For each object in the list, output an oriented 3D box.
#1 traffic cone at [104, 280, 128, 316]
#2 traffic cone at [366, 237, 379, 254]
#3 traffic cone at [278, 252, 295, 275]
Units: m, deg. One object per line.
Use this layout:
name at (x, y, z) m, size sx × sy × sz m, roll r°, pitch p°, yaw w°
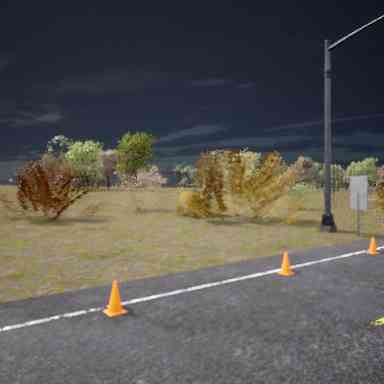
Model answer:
traffic cone at (-1.430, 1.955, 6.229) m, size 0.340 × 0.580 × 0.340 m, roll 0°, pitch 0°, yaw -36°
traffic cone at (6.597, 1.931, 12.111) m, size 0.340 × 0.580 × 0.340 m, roll 0°, pitch 0°, yaw -37°
traffic cone at (2.595, 1.942, 9.155) m, size 0.340 × 0.580 × 0.340 m, roll 0°, pitch 0°, yaw -36°
